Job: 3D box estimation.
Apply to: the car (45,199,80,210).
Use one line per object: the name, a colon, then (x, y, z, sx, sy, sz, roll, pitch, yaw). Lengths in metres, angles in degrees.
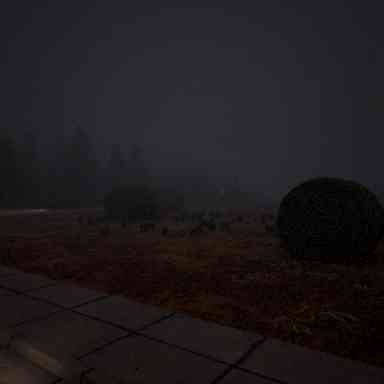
car: (-16.501, 1.555, 42.478, 1.994, 1.385, 4.181, 0, 0, 37)
